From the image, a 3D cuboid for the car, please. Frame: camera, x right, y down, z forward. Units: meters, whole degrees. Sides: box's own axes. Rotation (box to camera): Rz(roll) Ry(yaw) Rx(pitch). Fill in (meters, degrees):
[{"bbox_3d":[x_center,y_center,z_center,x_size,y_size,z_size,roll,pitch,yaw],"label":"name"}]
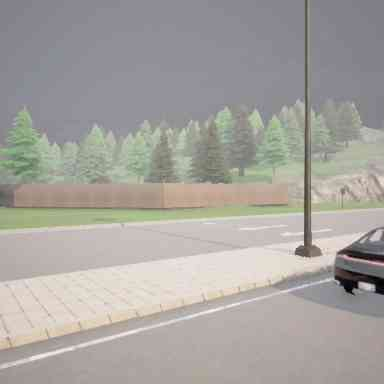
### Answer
[{"bbox_3d":[5.130,1.492,7.408,4.902,1.511,2.128,0,0,-35],"label":"car"}]
